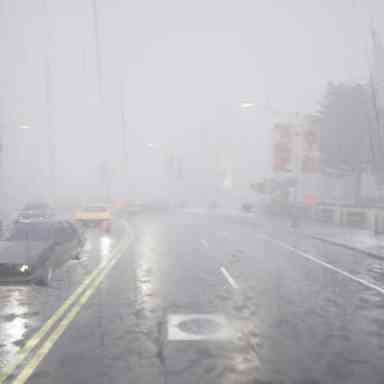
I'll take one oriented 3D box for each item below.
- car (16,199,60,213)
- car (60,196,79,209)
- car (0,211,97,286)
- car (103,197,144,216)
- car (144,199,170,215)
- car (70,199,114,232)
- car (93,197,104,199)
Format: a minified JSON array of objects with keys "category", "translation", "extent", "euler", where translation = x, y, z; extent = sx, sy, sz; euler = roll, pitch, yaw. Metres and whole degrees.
[{"category":"car","translation":[-9.719,1.373,20.914],"extent":[1.837,1.490,4.892],"euler":[1,0,-17]},{"category":"car","translation":[-16.043,1.283,43.026],"extent":[5.008,1.535,1.882],"euler":[1,0,40]},{"category":"car","translation":[-4.402,1.488,9.444],"extent":[2.033,1.411,5.357],"euler":[1,0,-4]},{"category":"car","translation":[-6.795,1.435,32.407],"extent":[1.882,1.535,5.008],"euler":[1,0,-31]},{"category":"car","translation":[-4.076,1.510,34.649],"extent":[2.128,1.511,4.902],"euler":[1,0,-33]},{"category":"car","translation":[-5.798,1.420,19.854],"extent":[1.882,1.535,5.008],"euler":[1,0,-13]},{"category":"car","translation":[-12.284,1.388,44.424],"extent":[4.892,1.490,1.837],"euler":[1,0,41]}]
